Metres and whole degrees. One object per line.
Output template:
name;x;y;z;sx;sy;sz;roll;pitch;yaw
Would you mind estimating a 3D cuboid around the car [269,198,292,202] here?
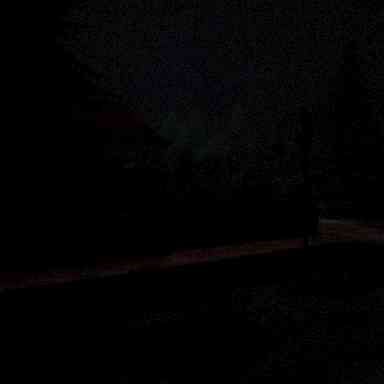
car;7.867;1.357;28.943;2.097;1.767;4.553;1;0;-36
